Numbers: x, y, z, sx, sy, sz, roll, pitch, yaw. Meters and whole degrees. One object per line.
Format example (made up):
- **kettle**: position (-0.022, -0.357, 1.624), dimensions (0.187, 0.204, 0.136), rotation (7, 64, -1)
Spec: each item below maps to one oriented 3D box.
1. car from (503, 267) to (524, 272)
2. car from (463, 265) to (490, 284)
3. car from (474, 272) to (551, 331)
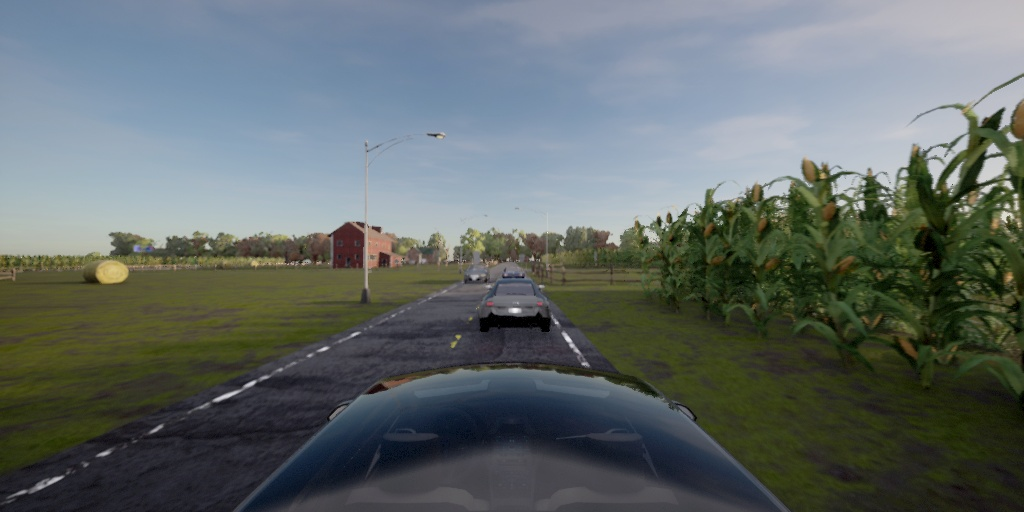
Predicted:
- **car**: position (0.116, 1.586, 31.294), dimensions (1.895, 1.301, 4.718), rotation (0, 0, 0)
- **car**: position (-2.828, 1.462, 29.548), dimensions (2.128, 1.511, 4.902), rotation (0, 0, 0)
- **car**: position (0.090, 1.389, 11.265), dimensions (1.994, 1.385, 4.181), rotation (0, 0, 0)
